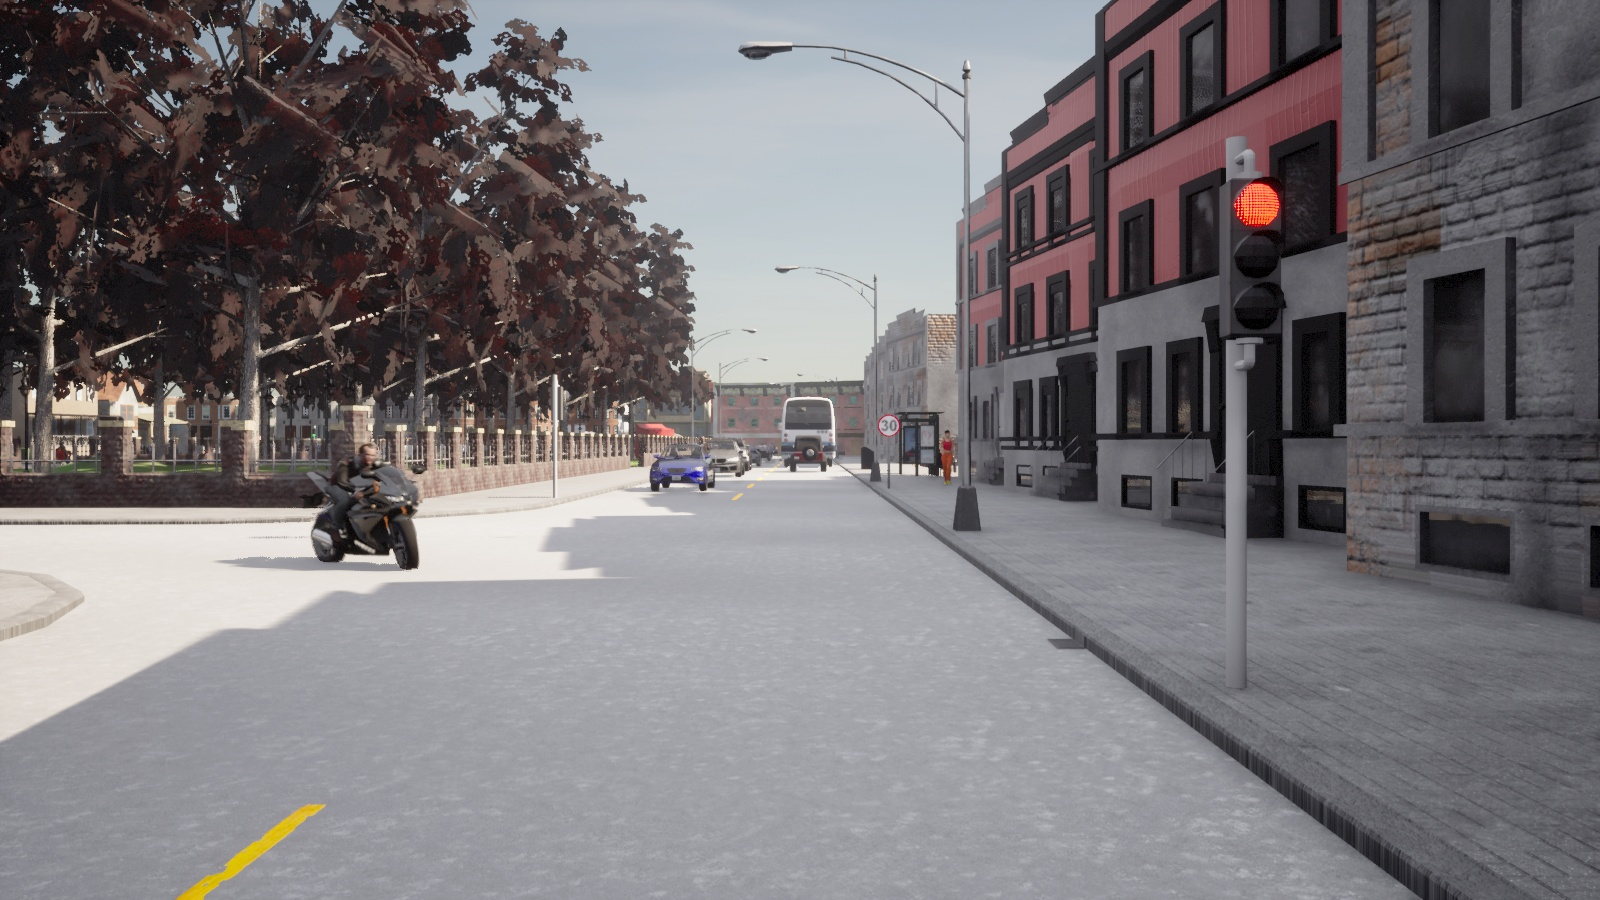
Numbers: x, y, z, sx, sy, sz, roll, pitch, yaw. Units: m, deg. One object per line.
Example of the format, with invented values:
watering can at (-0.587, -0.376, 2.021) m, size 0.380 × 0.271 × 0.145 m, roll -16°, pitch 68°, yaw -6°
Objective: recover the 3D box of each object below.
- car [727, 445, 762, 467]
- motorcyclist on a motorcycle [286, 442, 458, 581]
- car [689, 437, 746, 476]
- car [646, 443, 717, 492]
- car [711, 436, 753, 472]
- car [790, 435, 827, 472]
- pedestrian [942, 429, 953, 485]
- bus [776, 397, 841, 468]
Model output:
car at (-3.478, 0.360, 79.330) m, size 1.994 × 1.385 × 4.181 m, roll 0°, pitch 0°, yaw 0°
motorcyclist on a motorcycle at (-5.210, 0.691, 15.234) m, size 2.191 × 1.530 × 0.866 m, roll 0°, pitch 3°, yaw 38°
car at (-3.627, 0.270, 56.252) m, size 2.242 × 1.667 × 4.611 m, roll 0°, pitch 0°, yaw 0°
car at (-3.717, 0.530, 40.145) m, size 1.816 × 1.474 × 4.193 m, roll 0°, pitch 0°, yaw 1°
car at (-3.560, 0.187, 66.136) m, size 1.932 × 1.855 × 4.605 m, roll 0°, pitch 0°, yaw 1°
car at (0.437, 0.171, 65.885) m, size 1.905 × 1.878 × 3.866 m, roll 0°, pitch 0°, yaw 0°
pedestrian at (4.852, 0.227, 41.325) m, size 0.345 × 1.836 × 0.594 m, roll 0°, pitch 0°, yaw 8°
bus at (0.532, -1.086, 80.911) m, size 3.944 × 4.253 × 10.273 m, roll 0°, pitch 0°, yaw 0°
